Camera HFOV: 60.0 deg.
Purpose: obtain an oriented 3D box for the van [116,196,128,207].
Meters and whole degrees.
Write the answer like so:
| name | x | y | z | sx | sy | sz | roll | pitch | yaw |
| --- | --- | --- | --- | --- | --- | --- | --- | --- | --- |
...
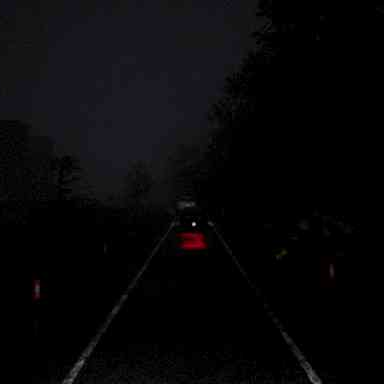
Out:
| name | x | y | z | sx | sy | sz | roll | pitch | yaw |
| --- | --- | --- | --- | --- | --- | --- | --- | --- | --- |
| van | -13.095 | 1.801 | 62.003 | 1.878 | 1.987 | 4.442 | 1 | -2 | -15 |

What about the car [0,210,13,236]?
| name | x | y | z | sx | sy | sz | roll | pitch | yaw |
| --- | --- | --- | --- | --- | --- | --- | --- | --- | --- |
| car | -9.068 | 1.578 | 12.308 | 2.163 | 1.488 | 4.792 | 0 | -2 | -2 |

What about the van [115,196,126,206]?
| name | x | y | z | sx | sy | sz | roll | pitch | yaw |
| --- | --- | --- | --- | --- | --- | --- | --- | --- | --- |
| van | -14.439 | 1.874 | 67.419 | 1.878 | 1.987 | 4.442 | 1 | -2 | -16 |

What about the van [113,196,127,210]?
| name | x | y | z | sx | sy | sz | roll | pitch | yaw |
| --- | --- | --- | --- | --- | --- | --- | --- | --- | --- |
| van | -11.058 | 1.687 | 51.005 | 1.878 | 1.987 | 4.442 | 1 | -2 | -10 |

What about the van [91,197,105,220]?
| name | x | y | z | sx | sy | sz | roll | pitch | yaw |
| --- | --- | --- | --- | --- | --- | --- | --- | --- | --- |
| van | -9.229 | 1.485 | 28.773 | 1.878 | 1.987 | 4.442 | 0 | -2 | -2 |

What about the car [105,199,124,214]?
| name | x | y | z | sx | sy | sz | roll | pitch | yaw |
| --- | --- | --- | --- | --- | --- | --- | --- | --- | --- |
| car | -9.832 | 1.857 | 40.008 | 2.002 | 1.452 | 4.674 | 1 | -2 | -5 |

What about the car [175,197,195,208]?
| name | x | y | z | sx | sy | sz | roll | pitch | yaw |
| --- | --- | --- | --- | --- | --- | --- | --- | --- | --- |
| car | -0.770 | 1.591 | 40.540 | 2.150 | 2.045 | 5.566 | 0 | -1 | -5 |

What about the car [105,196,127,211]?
| name | x | y | z | sx | sy | sz | roll | pitch | yaw |
| --- | --- | --- | --- | --- | --- | --- | --- | --- | --- |
| car | -10.351 | 1.614 | 45.548 | 2.435 | 2.045 | 5.566 | 1 | -2 | -9 |

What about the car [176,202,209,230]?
| name | x | y | z | sx | sy | sz | roll | pitch | yaw |
| --- | --- | --- | --- | --- | --- | --- | --- | --- | --- |
| car | 0.093 | 1.736 | 22.979 | 1.837 | 1.490 | 4.892 | 0 | 0 | -1 |

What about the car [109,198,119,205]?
| name | x | y | z | sx | sy | sz | roll | pitch | yaw |
| --- | --- | --- | --- | --- | --- | --- | --- | --- | --- |
| car | -19.565 | 2.376 | 83.301 | 1.946 | 1.575 | 5.366 | 2 | -2 | -20 |

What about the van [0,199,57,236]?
| name | x | y | z | sx | sy | sz | roll | pitch | yaw |
| --- | --- | --- | --- | --- | --- | --- | --- | --- | --- |
| van | -9.072 | 1.388 | 18.823 | 1.878 | 1.987 | 4.442 | 0 | -2 | -2 |

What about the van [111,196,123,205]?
| name | x | y | z | sx | sy | sz | roll | pitch | yaw |
| --- | --- | --- | --- | --- | --- | --- | --- | --- | --- |
| van | -17.668 | 2.051 | 78.125 | 1.878 | 1.987 | 4.442 | 2 | -2 | -21 |
